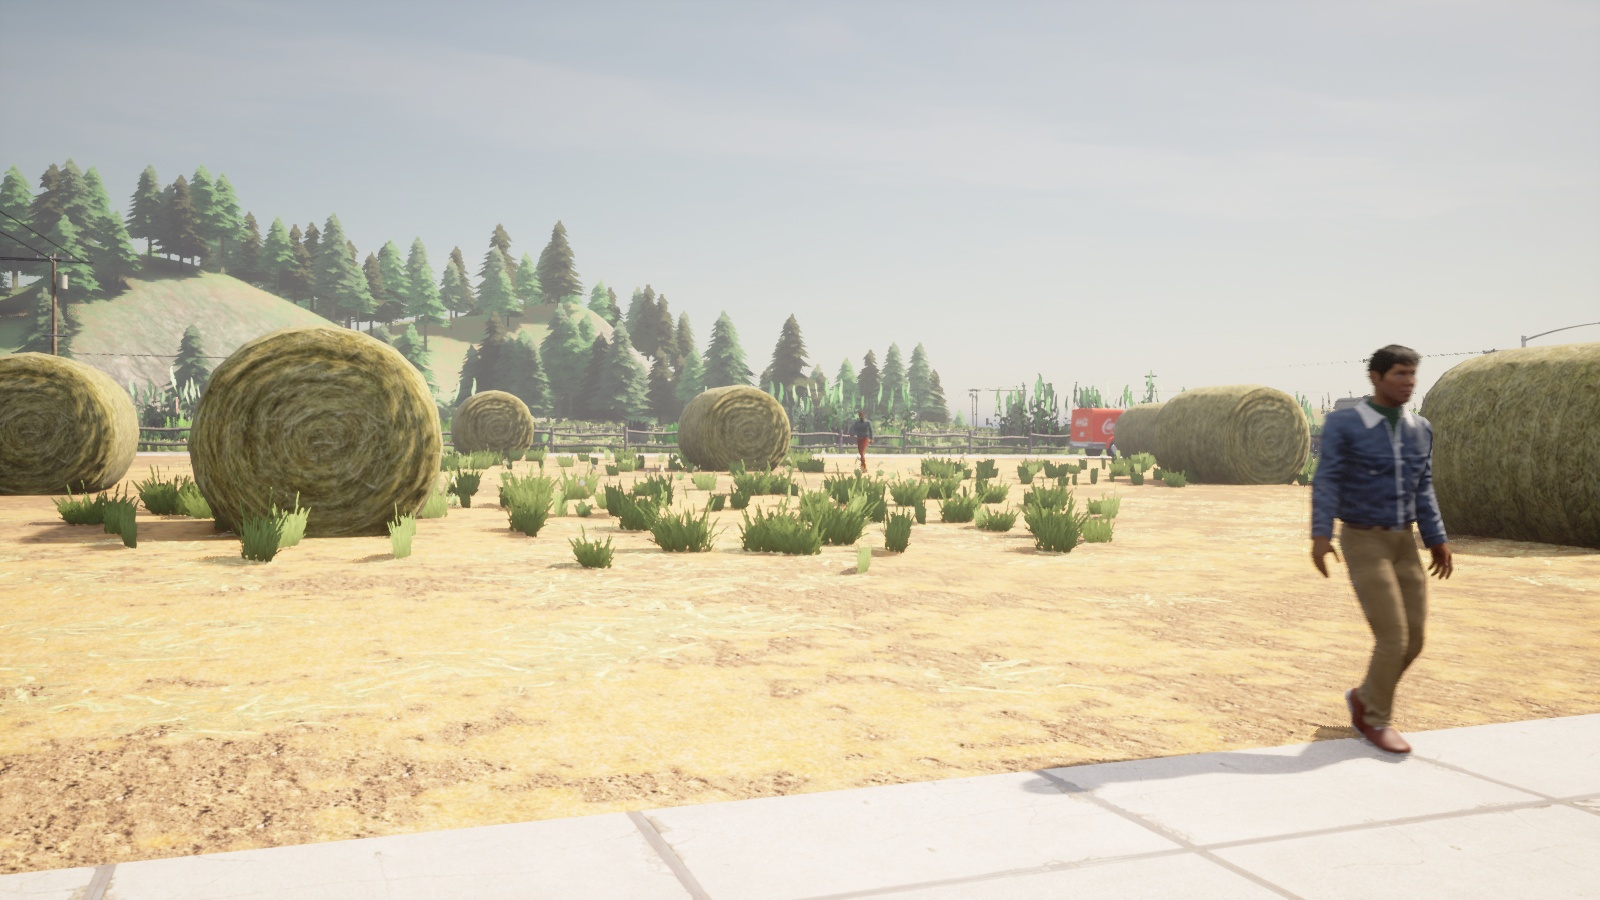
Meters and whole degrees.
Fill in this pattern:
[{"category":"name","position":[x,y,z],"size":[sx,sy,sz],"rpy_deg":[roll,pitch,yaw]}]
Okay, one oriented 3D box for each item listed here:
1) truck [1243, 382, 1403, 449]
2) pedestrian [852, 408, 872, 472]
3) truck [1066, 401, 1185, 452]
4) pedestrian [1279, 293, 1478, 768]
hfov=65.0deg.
[{"category":"truck","position":[28.179,-1.856,67.656],"size":[7.936,3.462,2.891],"rpy_deg":[-1,1,-17]},{"category":"pedestrian","position":[1.790,-0.294,36.336],"size":[0.353,1.847,0.614],"rpy_deg":[0,1,26]},{"category":"truck","position":[16.608,-1.185,64.134],"size":[5.204,2.467,2.627],"rpy_deg":[1,1,-17]},{"category":"pedestrian","position":[2.540,0.322,5.570],"size":[0.423,1.949,0.788],"rpy_deg":[-1,1,-10]}]
